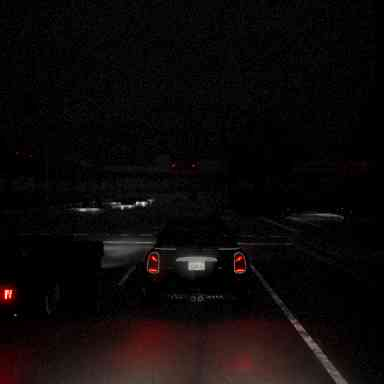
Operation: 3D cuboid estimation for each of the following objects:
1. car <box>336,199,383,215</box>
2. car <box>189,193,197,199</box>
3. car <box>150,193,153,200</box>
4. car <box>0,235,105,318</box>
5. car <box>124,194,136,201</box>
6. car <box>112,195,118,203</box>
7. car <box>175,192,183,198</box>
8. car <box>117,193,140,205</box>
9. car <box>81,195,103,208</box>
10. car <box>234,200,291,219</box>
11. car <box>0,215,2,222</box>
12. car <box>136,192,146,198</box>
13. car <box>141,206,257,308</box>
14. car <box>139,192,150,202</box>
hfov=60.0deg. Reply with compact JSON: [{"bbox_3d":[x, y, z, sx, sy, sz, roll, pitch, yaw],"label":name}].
[{"bbox_3d":[16.744,1.505,32.771,4.892,1.490,1.837,0,0,-1],"label":"car"},{"bbox_3d":[0.155,0.918,82.773,1.882,1.535,5.008,0,1,0],"label":"car"},{"bbox_3d":[-10.352,1.041,78.993,1.812,1.442,4.674,0,1,0],"label":"car"},{"bbox_3d":[-3.405,1.601,7.381,1.895,1.301,4.718,0,0,0],"label":"car"},{"bbox_3d":[-13.860,1.121,74.854,1.812,1.442,4.674,0,1,0],"label":"car"},{"bbox_3d":[-13.925,1.293,63.860,1.812,1.442,4.674,0,1,1],"label":"car"},{"bbox_3d":[-3.338,0.841,86.547,1.882,1.535,5.008,0,1,0],"label":"car"},{"bbox_3d":[-10.488,1.411,55.520,2.033,1.411,5.357,0,1,0],"label":"car"},{"bbox_3d":[-14.011,1.295,46.775,2.097,1.767,4.553,0,0,0],"label":"car"},{"bbox_3d":[6.092,1.468,29.086,5.008,1.535,1.882,0,1,9],"label":"car"},{"bbox_3d":[-14.060,1.564,21.110,1.994,1.385,4.181,0,0,0],"label":"car"},{"bbox_3d":[-13.831,0.796,90.202,2.128,1.511,4.902,0,1,0],"label":"car"},{"bbox_3d":[0.095,1.352,8.108,2.097,1.767,4.553,0,0,0],"label":"car"},{"bbox_3d":[-10.372,1.301,68.544,1.895,1.301,4.718,0,1,0],"label":"car"}]
